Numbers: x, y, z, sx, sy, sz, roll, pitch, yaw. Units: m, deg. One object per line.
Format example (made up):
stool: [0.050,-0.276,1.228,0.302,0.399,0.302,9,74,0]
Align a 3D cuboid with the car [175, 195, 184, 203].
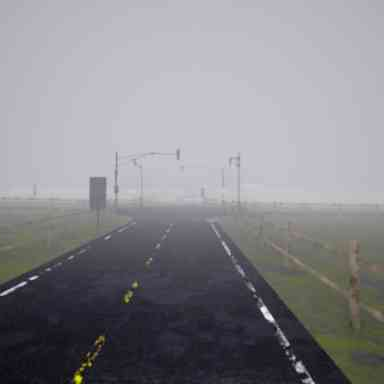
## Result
car: [-2.696,1.477,70.916,1.812,1.442,4.674,0,0,0]
